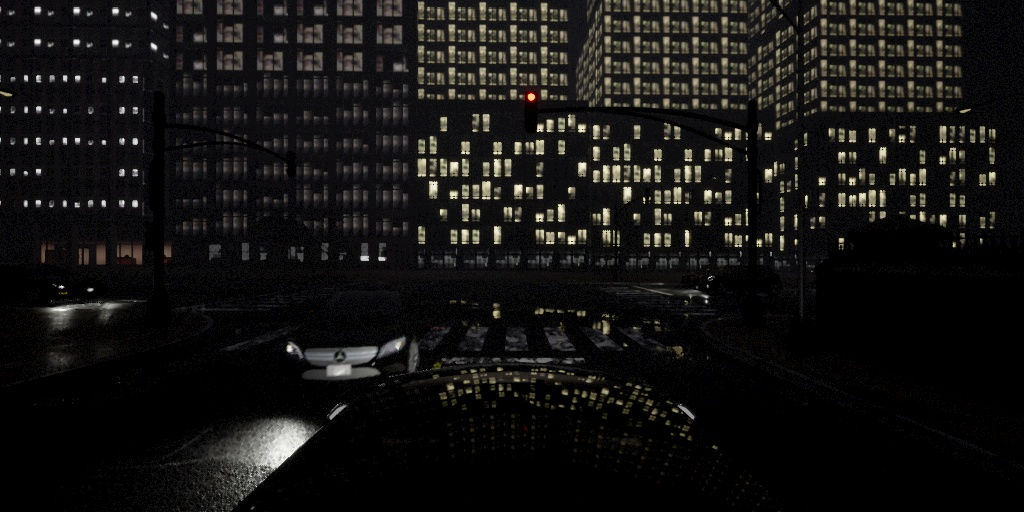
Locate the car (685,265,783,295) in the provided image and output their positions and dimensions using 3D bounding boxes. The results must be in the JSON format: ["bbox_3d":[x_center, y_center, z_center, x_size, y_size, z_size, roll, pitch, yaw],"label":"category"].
[{"bbox_3d":[13.084,1.283,21.036,4.553,1.767,2.097,1,0,-1],"label":"car"}]

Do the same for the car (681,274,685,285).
[{"bbox_3d":[14.134,1.429,24.300,5.008,1.535,1.882,1,0,-2],"label":"car"}]

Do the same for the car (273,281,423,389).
[{"bbox_3d":[-2.792,1.269,7.119,1.812,1.442,4.674,1,0,-11],"label":"car"}]

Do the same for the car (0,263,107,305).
[{"bbox_3d":[-18.723,1.029,13.826,4.892,1.490,1.837,1,0,-1],"label":"car"}]

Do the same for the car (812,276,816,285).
[{"bbox_3d":[23.459,1.665,24.451,4.718,1.301,1.895,1,0,-1],"label":"car"}]
